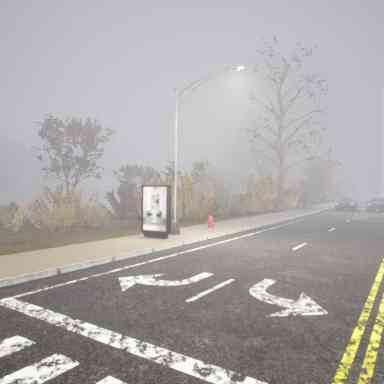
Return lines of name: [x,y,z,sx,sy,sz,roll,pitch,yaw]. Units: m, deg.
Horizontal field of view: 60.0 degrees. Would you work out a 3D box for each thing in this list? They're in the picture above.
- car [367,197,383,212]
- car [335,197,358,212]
car: [21.359,1.393,38.233,2.097,1.767,4.553,0,0,30]
car: [18.549,1.390,39.866,2.097,1.767,4.553,0,0,30]
